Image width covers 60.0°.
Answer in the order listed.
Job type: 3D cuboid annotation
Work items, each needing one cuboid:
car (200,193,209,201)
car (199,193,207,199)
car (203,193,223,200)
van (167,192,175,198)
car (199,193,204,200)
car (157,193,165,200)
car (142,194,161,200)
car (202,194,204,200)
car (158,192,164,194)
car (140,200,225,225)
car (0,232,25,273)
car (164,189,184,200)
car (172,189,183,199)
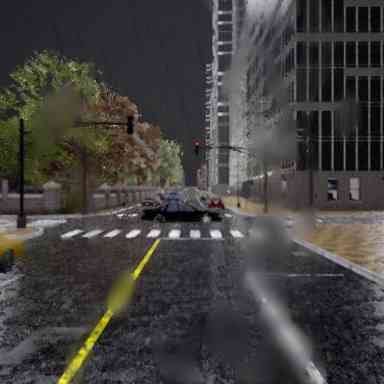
[{"bbox_3d":[2.704,1.005,72.878,1.967,1.590,4.097,0,0,0],"label":"car"},{"bbox_3d":[2.705,1.009,84.413,1.752,1.417,4.829,0,0,0],"label":"car"},{"bbox_3d":[2.699,1.213,38.792,1.967,1.590,4.097,0,0,0],"label":"car"},{"bbox_3d":[-5.674,0.783,89.934,1.690,1.788,3.998,0,0,0],"label":"van"},{"bbox_3d":[2.702,1.169,67.197,1.947,1.339,4.313,0,0,0],"label":"car"},{"bbox_3d":[-5.681,1.258,50.154,2.008,1.369,4.403,0,0,0],"label":"car"},{"bbox_3d":[-5.682,1.285,44.472,1.887,1.381,4.507,0,0,0],"label":"car"},{"bbox_3d":[2.699,1.306,44.473,1.947,1.339,4.313,0,0,0],"label":"car"},{"bbox_3d":[-5.679,0.954,61.519,2.192,1.841,5.009,0,0,0],"label":"car"},{"bbox_3d":[-0.702,1.418,22.062,5.357,1.411,2.033,0,0,1],"label":"car"},{"bbox_3d":[-5.816,1.479,7.901,1.752,1.417,4.829,0,0,0],"label":"car"},{"bbox_3d":[-3.039,0.891,56.398,2.150,2.045,5.566,0,0,1],"label":"car"},{"bbox_3d":[-2.991,0.412,71.970,2.150,2.045,5.566,0,0,0],"label":"car"}]
